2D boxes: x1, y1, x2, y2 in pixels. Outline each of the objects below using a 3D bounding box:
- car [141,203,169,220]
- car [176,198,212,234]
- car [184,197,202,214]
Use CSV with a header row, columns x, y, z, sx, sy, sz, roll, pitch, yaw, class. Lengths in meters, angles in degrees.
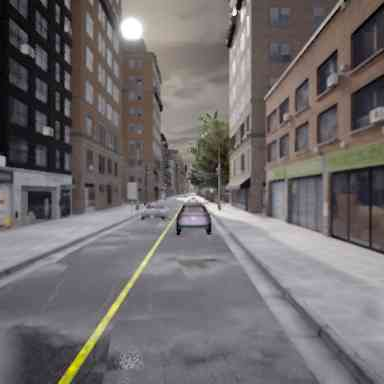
x,y,z,sx,sy,sz,roll,pitch,yaw,class
-3.009,1.573,27.450,1.895,1.301,4.718,0,0,0,car
0.097,1.411,19.241,2.033,1.649,4.856,0,0,0,car
0.093,1.420,36.721,1.801,1.575,5.366,0,0,0,car
